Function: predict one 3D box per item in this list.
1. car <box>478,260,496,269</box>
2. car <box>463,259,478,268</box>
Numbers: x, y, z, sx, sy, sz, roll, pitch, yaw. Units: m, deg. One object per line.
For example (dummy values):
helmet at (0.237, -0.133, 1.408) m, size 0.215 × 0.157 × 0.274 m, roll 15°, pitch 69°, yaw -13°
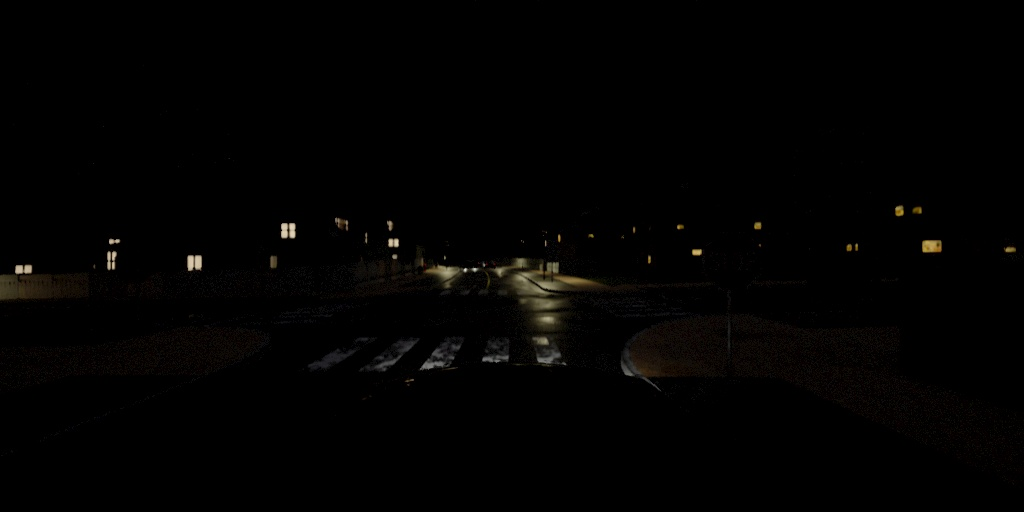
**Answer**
car at (-3.687, 1.335, 56.462) m, size 2.033 × 1.411 × 5.357 m, roll 0°, pitch 0°, yaw -10°
car at (-7.289, 1.294, 60.926) m, size 1.882 × 1.535 × 5.008 m, roll 0°, pitch 0°, yaw -10°
